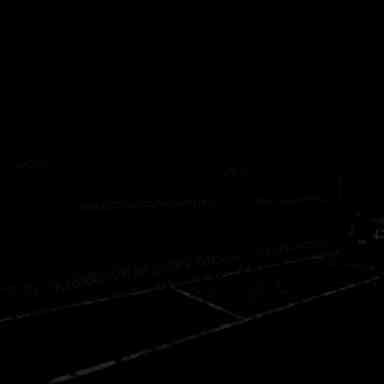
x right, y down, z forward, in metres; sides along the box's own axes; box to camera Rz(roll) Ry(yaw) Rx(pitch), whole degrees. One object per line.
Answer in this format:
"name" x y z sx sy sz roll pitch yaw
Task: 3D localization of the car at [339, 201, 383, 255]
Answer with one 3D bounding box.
"car" 7.325 1.228 11.787 5.009 1.841 2.192 0 0 -36
